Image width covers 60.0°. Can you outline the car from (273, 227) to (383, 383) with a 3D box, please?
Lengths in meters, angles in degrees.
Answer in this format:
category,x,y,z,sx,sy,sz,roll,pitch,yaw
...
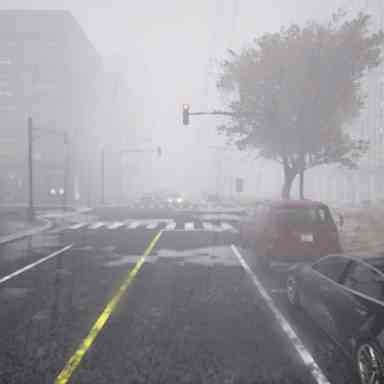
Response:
category,x,y,z,sx,sy,sz,roll,pitch,yaw
car,2.691,1.473,4.648,1.947,1.339,4.313,0,1,0

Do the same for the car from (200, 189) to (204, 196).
category,x,y,z,sx,sy,sz,roll,pitch,yaw
car,2.679,0.501,53.785,1.752,1.417,4.829,0,1,0

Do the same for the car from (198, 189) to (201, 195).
category,x,y,z,sx,sy,sz,roll,pitch,yaw
car,2.676,0.259,70.210,1.802,1.307,4.206,0,1,0

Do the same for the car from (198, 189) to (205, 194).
category,x,y,z,sx,sy,sz,roll,pitch,yaw
car,2.671,-0.175,92.338,1.887,1.381,4.507,0,1,0

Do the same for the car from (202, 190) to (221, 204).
category,x,y,z,sx,sy,sz,roll,pitch,yaw
car,2.682,0.728,42.552,1.887,1.381,4.507,0,1,0

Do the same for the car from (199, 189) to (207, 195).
category,x,y,z,sx,sy,sz,roll,pitch,yaw
car,2.674,-0.001,81.444,1.752,1.417,4.829,0,1,0

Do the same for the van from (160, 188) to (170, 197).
category,x,y,z,sx,sy,sz,roll,pitch,yaw
van,-5.704,0.018,70.206,1.690,1.788,3.998,0,1,0

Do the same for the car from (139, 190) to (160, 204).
category,x,y,z,sx,sy,sz,roll,pitch,yaw
car,-5.698,0.734,42.550,2.008,1.369,4.403,0,1,0

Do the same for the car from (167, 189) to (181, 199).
category,x,y,z,sx,sy,sz,roll,pitch,yaw
car,-3.012,0.490,58.671,1.895,1.301,4.718,0,1,0

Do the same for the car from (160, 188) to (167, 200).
category,x,y,z,sx,sy,sz,roll,pitch,yaw
car,-5.701,0.529,53.614,2.008,1.369,4.403,0,1,0

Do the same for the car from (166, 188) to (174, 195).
category,x,y,z,sx,sy,sz,roll,pitch,yaw
car,-5.708,-0.182,86.803,1.967,1.590,4.097,0,1,0

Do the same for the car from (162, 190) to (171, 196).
category,x,y,z,sx,sy,sz,roll,pitch,yaw
car,-5.705,0.159,75.741,1.802,1.307,4.206,0,1,0

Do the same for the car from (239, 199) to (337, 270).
category,x,y,z,sx,sy,sz,roll,pitch,yaw
car,2.690,1.115,10.165,2.192,1.841,5.009,0,1,0
